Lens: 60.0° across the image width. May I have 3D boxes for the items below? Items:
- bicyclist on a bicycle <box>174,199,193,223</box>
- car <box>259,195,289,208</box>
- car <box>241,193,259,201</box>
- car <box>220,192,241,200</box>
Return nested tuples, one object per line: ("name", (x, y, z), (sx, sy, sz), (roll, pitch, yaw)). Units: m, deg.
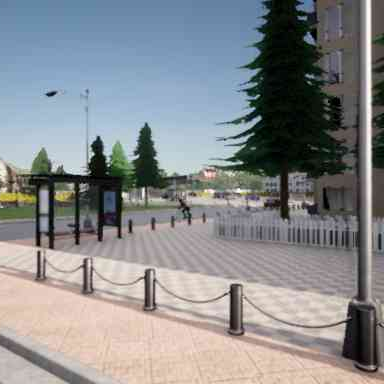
("bicyclist on a bicycle", (-0.633, 1.293, 22.581), (1.656, 1.620, 0.582), (0, 0, 35))
("car", (11.682, 1.496, 46.710), (1.837, 1.490, 4.892), (0, -1, 35))
("car", (14.591, 1.392, 81.169), (3.633, 1.501, 1.845), (0, 0, 35))
("car", (10.237, 1.407, 87.876), (3.806, 1.475, 1.970), (0, 0, 35))
